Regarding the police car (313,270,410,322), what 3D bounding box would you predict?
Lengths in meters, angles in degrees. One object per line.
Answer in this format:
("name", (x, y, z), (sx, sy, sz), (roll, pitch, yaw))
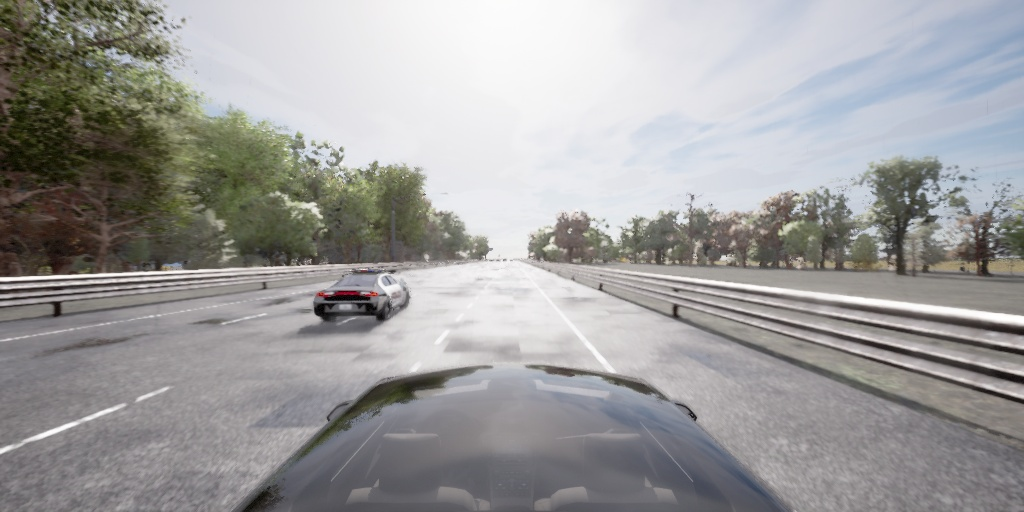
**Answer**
("police car", (-4.982, 1.292, 12.741), (2.038, 1.542, 4.974), (0, 0, -5))
